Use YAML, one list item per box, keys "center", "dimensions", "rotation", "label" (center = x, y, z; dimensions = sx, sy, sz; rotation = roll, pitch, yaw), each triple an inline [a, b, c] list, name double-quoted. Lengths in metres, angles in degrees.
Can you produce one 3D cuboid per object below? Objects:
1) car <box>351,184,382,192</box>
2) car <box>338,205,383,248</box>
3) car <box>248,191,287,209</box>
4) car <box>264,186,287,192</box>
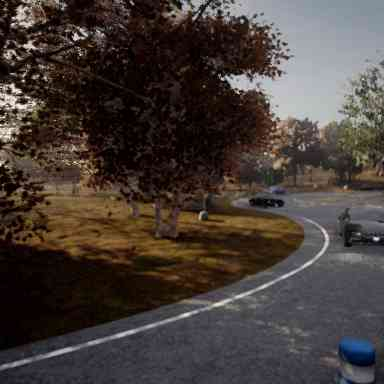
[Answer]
- center: [31.427, -0.698, 60.056]
  dimensions: [4.718, 1.301, 1.895]
  rotation: [-1, 2, 9]
  label: "car"
- center: [7.282, 1.335, 13.895]
  dimensions: [1.837, 1.490, 4.892]
  rotation: [-1, 1, 21]
  label: "car"
- center: [7.410, 0.902, 33.474]
  dimensions: [1.895, 1.301, 4.718]
  rotation: [-3, 2, -14]
  label: "car"
- center: [13.456, -0.170, 54.421]
  dimensions: [4.553, 1.767, 2.097]
  rotation: [-4, 3, -40]
  label: "car"
